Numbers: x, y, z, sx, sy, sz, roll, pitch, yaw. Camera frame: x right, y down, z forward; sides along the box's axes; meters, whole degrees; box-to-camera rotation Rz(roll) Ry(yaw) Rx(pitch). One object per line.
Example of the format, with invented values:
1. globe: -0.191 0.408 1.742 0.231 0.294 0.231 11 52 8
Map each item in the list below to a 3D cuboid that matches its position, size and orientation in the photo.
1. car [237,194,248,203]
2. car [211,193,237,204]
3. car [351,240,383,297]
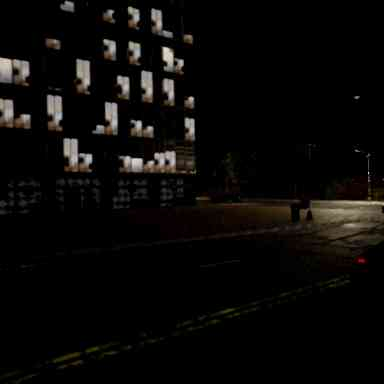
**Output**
1. car: 7.851 1.043 59.307 2.097 1.767 4.553 -2 1 -33
2. car: 5.147 1.296 57.494 1.812 1.442 4.674 -2 1 -33
3. car: 5.329 1.488 7.243 4.181 1.385 1.994 -1 0 -36
